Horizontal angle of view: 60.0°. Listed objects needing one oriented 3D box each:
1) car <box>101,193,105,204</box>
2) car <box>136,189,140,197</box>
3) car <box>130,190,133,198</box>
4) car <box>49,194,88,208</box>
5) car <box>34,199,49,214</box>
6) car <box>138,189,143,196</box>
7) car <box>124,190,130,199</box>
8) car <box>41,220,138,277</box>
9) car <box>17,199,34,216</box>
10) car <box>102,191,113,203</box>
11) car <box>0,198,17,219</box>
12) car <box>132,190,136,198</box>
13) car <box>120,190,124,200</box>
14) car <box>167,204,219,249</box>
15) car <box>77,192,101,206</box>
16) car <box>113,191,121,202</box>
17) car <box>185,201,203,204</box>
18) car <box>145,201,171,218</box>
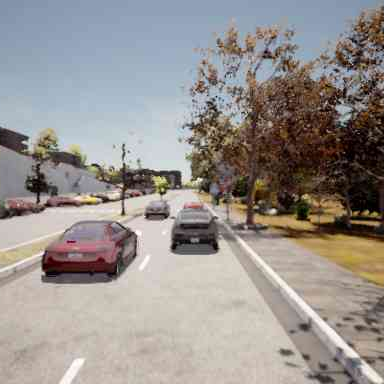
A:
[{"bbox_3d":[-16.818,1.296,53.328,4.674,1.452,2.002,-1,0,-20],"label":"car"},{"bbox_3d":[-16.752,0.762,86.366,4.792,1.488,2.163,-1,1,-20],"label":"car"},{"bbox_3d":[-16.790,0.961,77.351,4.674,1.452,2.002,-1,1,-20],"label":"car"},{"bbox_3d":[-16.797,1.340,44.331,4.792,1.488,2.163,-1,0,-20],"label":"car"},{"bbox_3d":[-16.810,1.401,32.326,4.792,1.488,2.163,-1,0,-20],"label":"car"},{"bbox_3d":[-16.754,0.420,89.363,5.566,2.045,2.435,-1,1,-20],"label":"car"},{"bbox_3d":[-16.823,0.853,74.338,4.553,1.767,2.185,-1,1,-20],"label":"car"},{"bbox_3d":[-2.895,1.549,10.263,1.994,1.385,4.181,0,0,0],"label":"car"},{"bbox_3d":[-16.834,1.427,29.307,4.674,1.452,2.002,-1,1,-20],"label":"car"},{"bbox_3d":[-16.788,0.982,56.345,5.566,2.045,2.435,-1,0,-20],"label":"car"},{"bbox_3d":[-16.814,1.276,26.334,4.553,1.767,2.185,-1,1,-20],"label":"car"},{"bbox_3d":[-16.777,0.860,80.350,5.008,1.535,2.097,-1,2,-20],"label":"car"},{"bbox_3d":[-16.829,0.877,65.325,5.566,2.045,2.435,-1,1,-20],"label":"car"},{"bbox_3d":[0.107,1.473,14.402,1.837,1.490,4.892,0,0,0],"label":"car"},{"bbox_3d":[-16.988,1.277,50.255,5.366,1.575,1.946,-1,1,-20],"label":"car"},{"bbox_3d":[-16.632,1.161,62.401,5.366,1.575,1.946,-1,0,-20],"label":"car"},{"bbox_3d":[0.115,1.480,32.278,1.895,1.301,4.718,0,0,0],"label":"car"},{"bbox_3d":[-2.887,1.443,28.684,2.033,1.411,5.357,0,0,0],"label":"car"}]
